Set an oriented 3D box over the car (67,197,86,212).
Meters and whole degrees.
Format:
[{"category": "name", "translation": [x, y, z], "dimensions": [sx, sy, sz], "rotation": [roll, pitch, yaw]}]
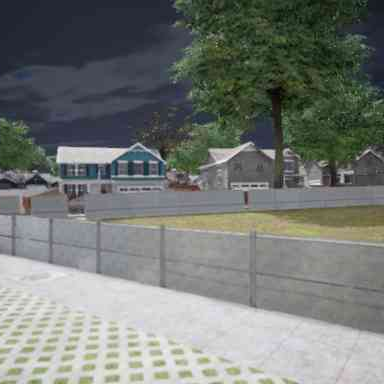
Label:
[{"category": "car", "translation": [-9.491, 1.134, 28.031], "dimensions": [4.181, 1.385, 1.994], "rotation": [-2, -1, -18]}]
